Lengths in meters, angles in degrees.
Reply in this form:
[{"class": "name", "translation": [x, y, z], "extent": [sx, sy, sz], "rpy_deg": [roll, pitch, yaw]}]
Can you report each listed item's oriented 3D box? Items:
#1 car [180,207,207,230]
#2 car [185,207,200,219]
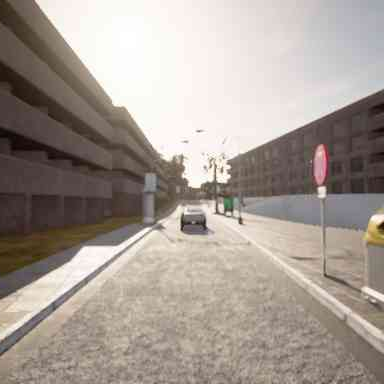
[{"class": "car", "translation": [0.102, 1.936, 24.790], "extent": [2.128, 1.511, 4.902], "rpy_deg": [0, -2, 0]}, {"class": "car", "translation": [0.105, 2.633, 42.568], "extent": [1.812, 1.442, 4.674], "rpy_deg": [0, -2, 0]}]
